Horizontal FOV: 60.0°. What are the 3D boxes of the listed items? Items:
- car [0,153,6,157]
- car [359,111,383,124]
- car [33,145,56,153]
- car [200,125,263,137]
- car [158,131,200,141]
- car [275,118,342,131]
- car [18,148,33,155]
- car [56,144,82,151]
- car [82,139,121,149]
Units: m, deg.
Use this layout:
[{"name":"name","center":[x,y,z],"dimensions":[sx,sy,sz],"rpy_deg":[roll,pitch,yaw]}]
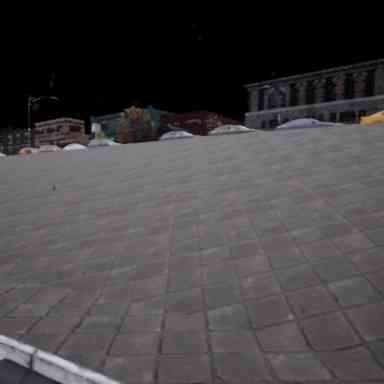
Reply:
[{"name":"car","center":[-30.930,-5.519,53.357],"dimensions":[4.892,1.521,2.231],"rpy_deg":[2,1,39]},{"name":"car","center":[12.269,-4.028,18.929],"dimensions":[5.008,1.535,2.097],"rpy_deg":[2,2,37]},{"name":"car","center":[-18.065,-5.241,42.969],"dimensions":[4.553,1.767,2.185],"rpy_deg":[2,1,39]},{"name":"car","center":[3.428,-4.383,25.625],"dimensions":[4.892,1.521,2.231],"rpy_deg":[2,2,39]},{"name":"car","center":[-0.870,-4.539,29.085],"dimensions":[4.892,1.521,2.231],"rpy_deg":[2,1,39]},{"name":"car","center":[7.812,-4.168,22.231],"dimensions":[4.674,1.452,2.002],"rpy_deg":[2,2,38]},{"name":"car","center":[-22.358,-5.380,46.436],"dimensions":[4.553,1.767,2.185],"rpy_deg":[2,1,39]},{"name":"car","center":[-13.653,-4.928,39.407],"dimensions":[4.674,1.452,2.002],"rpy_deg":[2,1,39]},{"name":"car","center":[-9.377,-4.952,35.954],"dimensions":[4.553,1.767,2.185],"rpy_deg":[2,1,39]}]
